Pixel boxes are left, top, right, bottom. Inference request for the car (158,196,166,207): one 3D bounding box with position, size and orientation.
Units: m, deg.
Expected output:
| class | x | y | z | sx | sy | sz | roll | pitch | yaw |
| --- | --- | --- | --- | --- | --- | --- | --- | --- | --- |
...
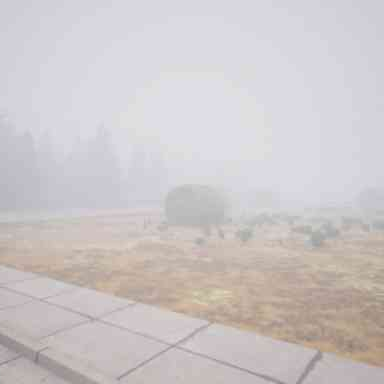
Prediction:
| class | x | y | z | sx | sy | sz | roll | pitch | yaw |
| --- | --- | --- | --- | --- | --- | --- | --- | --- | --- |
| car | -2.737 | 1.226 | 51.353 | 2.150 | 2.045 | 5.566 | 0 | 0 | 37 |
